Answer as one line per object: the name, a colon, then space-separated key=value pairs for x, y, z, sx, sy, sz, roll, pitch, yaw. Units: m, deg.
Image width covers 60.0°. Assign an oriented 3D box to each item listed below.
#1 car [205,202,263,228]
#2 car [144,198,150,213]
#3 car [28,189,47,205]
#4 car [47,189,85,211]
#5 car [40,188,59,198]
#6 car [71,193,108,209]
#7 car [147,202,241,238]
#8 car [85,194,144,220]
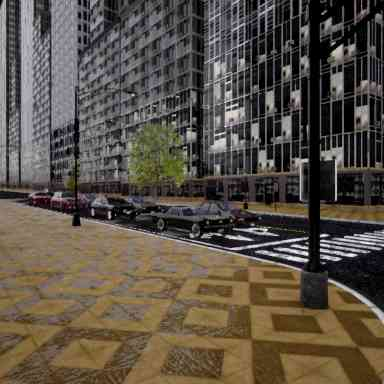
car: x=1.659 y=1.289 z=19.706 sx=2.033 sy=1.411 sz=5.357 roll=0 pitch=1 yaw=-36
car: x=-4.611 y=1.104 z=27.640 sx=2.033 sy=1.411 sz=5.357 roll=0 pitch=1 yaw=-37
car: x=-18.076 y=0.712 z=39.624 sx=1.882 sy=1.535 sz=5.008 roll=0 pitch=1 yaw=-37
car: x=-11.768 y=0.776 z=31.501 sx=2.097 sy=1.767 sz=4.553 roll=0 pitch=1 yaw=-38
car: x=-26.022 y=0.185 z=60.605 sx=2.097 sy=1.767 sz=4.553 roll=0 pitch=1 yaw=-38
car: x=-11.114 y=0.911 z=35.941 sx=2.033 sy=1.411 sz=5.357 roll=0 pitch=1 yaw=-38
car: x=-0.065 y=1.372 z=16.587 sx=1.895 sy=1.301 sz=4.718 roll=0 pitch=1 yaw=-38
car: x=-5.654 y=1.110 z=23.698 sx=1.837 sy=1.490 sz=4.892 roll=0 pitch=1 yaw=-38
